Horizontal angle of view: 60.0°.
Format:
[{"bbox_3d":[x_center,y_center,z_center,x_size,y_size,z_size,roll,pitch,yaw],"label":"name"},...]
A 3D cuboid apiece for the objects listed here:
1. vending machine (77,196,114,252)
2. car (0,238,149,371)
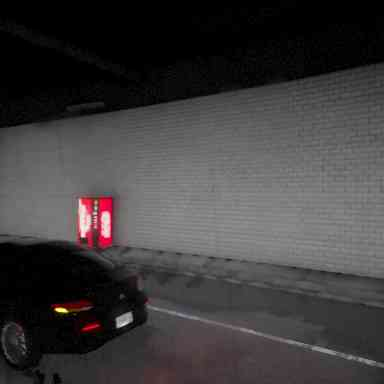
[{"bbox_3d":[-3.784,1.195,13.047,0.880,2.100,1.100,0,0,29],"label":"vending machine"},{"bbox_3d":[-2.856,1.526,5.597,4.674,1.442,1.812,0,0,31],"label":"car"}]
